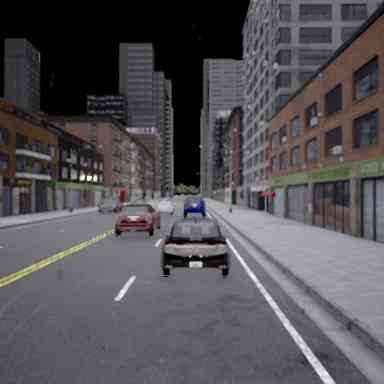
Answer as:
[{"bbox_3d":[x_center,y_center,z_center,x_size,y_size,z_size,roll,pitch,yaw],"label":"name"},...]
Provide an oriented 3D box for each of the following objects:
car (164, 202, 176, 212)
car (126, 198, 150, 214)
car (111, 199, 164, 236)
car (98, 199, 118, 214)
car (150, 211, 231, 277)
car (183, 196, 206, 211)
[{"bbox_3d":[-2.978,1.796,37.202,1.812,1.442,4.674,0,-1,0],"label":"car"},{"bbox_3d":[-6.410,1.643,39.696,2.097,1.767,4.553,0,-1,0],"label":"car"},{"bbox_3d":[-3.065,1.490,19.662,2.097,1.767,4.553,0,0,0],"label":"car"},{"bbox_3d":[-9.659,1.642,39.701,2.097,1.767,4.553,0,-1,0],"label":"car"},{"bbox_3d":[0.118,1.567,10.540,2.128,1.511,4.902,0,0,1],"label":"car"},{"bbox_3d":[0.260,1.474,34.775,2.150,2.045,5.566,0,0,0],"label":"car"}]
